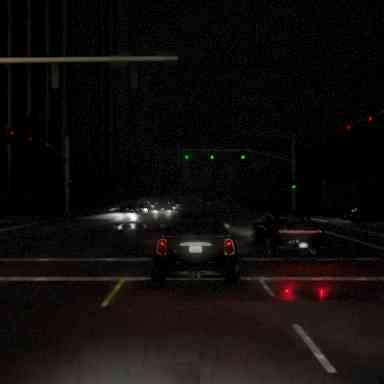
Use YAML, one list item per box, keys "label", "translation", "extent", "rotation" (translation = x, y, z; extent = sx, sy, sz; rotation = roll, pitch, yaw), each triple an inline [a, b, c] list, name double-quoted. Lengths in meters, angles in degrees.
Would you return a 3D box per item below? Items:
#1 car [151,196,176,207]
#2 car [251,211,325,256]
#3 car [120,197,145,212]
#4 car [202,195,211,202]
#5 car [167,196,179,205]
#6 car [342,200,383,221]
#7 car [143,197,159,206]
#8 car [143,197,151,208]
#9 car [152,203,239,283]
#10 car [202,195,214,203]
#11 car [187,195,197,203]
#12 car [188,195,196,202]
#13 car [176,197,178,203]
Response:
- label: "car"
  translation: [-3.594, 1.344, 42.796]
  extent: [2.097, 1.767, 4.553]
  rotation: [0, 0, 0]
- label: "car"
  translation: [3.595, 1.506, 13.155]
  extent: [2.128, 1.511, 4.902]
  rotation: [0, 0, 0]
- label: "car"
  translation: [-7.098, 1.593, 38.804]
  extent: [1.895, 1.301, 4.718]
  rotation: [0, 0, 0]
- label: "car"
  translation: [3.502, 1.463, 80.196]
  extent: [1.882, 1.535, 5.008]
  rotation: [0, 0, 0]
- label: "car"
  translation: [-3.498, 1.536, 62.307]
  extent: [2.033, 1.411, 5.357]
  rotation: [0, 0, 0]
- label: "car"
  translation: [14.672, 1.402, 26.928]
  extent: [4.553, 1.767, 2.097]
  rotation: [0, 0, 2]
- label: "car"
  translation: [-7.034, 1.536, 57.634]
  extent: [2.033, 1.411, 5.357]
  rotation: [0, 0, 1]
- label: "car"
  translation: [-7.084, 1.517, 47.960]
  extent: [1.812, 1.442, 4.674]
  rotation: [0, 0, 0]
- label: "car"
  translation: [0.091, 1.356, 9.808]
  extent: [2.097, 1.767, 4.553]
  rotation: [0, 0, 0]
- label: "car"
  translation: [3.502, 1.487, 70.097]
  extent: [1.837, 1.490, 4.892]
  rotation: [0, 0, 0]
- label: "car"
  translation: [0.002, 1.465, 70.119]
  extent: [1.882, 1.535, 5.008]
  rotation: [0, 0, 0]
- label: "car"
  translation: [0.002, 1.525, 80.469]
  extent: [2.033, 1.411, 5.357]
  rotation: [0, 0, 0]
- label: "car"
  translation: [-3.573, 1.495, 51.898]
  extent: [1.837, 1.490, 4.892]
  rotation: [0, 0, 0]
